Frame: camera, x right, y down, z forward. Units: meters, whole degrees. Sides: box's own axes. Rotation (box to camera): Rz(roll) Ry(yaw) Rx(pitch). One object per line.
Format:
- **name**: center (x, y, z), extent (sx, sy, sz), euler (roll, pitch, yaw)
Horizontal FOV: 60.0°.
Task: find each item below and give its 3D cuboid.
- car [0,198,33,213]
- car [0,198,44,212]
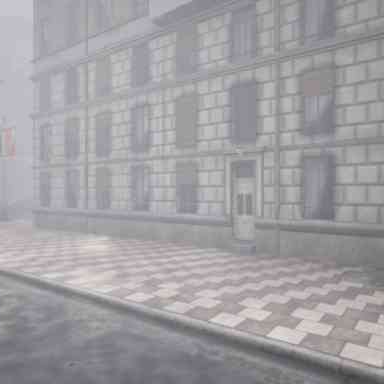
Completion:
- **car**: center (-18.940, 1.547, 36.461), extent (2.033, 1.411, 5.357), euler (0, 0, 36)
- **car**: center (-20.658, 1.490, 40.028), extent (2.128, 1.511, 4.902), euler (0, 0, 35)
